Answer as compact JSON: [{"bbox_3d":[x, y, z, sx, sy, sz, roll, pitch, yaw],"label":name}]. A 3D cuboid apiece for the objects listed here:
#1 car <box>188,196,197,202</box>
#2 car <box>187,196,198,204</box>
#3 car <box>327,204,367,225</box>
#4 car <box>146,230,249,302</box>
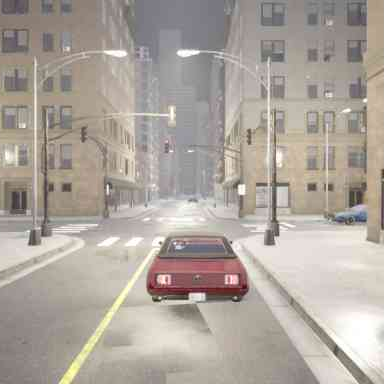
[{"bbox_3d":[0.085,1.567,75.116,1.895,1.301,4.718,0,0,0],"label":"car"},{"bbox_3d":[0.169,1.507,65.188,1.812,1.442,4.674,0,0,0],"label":"car"},{"bbox_3d":[12.194,1.512,22.796,5.357,1.411,2.033,0,0,3],"label":"car"},{"bbox_3d":[0.092,1.601,8.203,1.895,1.301,4.718,0,0,0],"label":"car"}]
